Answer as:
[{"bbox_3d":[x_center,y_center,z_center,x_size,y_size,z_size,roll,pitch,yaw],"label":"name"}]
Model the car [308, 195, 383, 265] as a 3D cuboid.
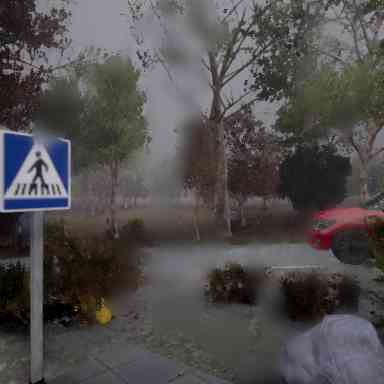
[{"bbox_3d":[6.083,0.779,9.062,5.566,2.045,2.150,-3,-1,18],"label":"car"}]
